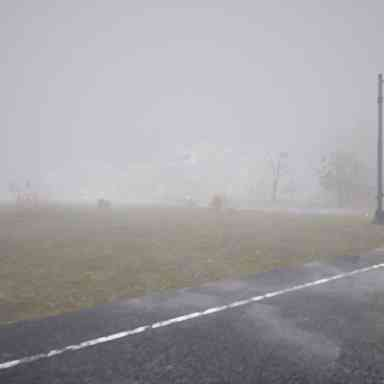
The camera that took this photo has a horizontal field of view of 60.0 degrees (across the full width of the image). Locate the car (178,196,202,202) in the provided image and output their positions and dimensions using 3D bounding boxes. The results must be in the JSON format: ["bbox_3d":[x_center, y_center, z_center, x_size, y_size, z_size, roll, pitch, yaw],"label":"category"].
[{"bbox_3d":[-0.185,1.467,64.025,1.895,1.301,4.718,0,0,-33],"label":"car"}]
